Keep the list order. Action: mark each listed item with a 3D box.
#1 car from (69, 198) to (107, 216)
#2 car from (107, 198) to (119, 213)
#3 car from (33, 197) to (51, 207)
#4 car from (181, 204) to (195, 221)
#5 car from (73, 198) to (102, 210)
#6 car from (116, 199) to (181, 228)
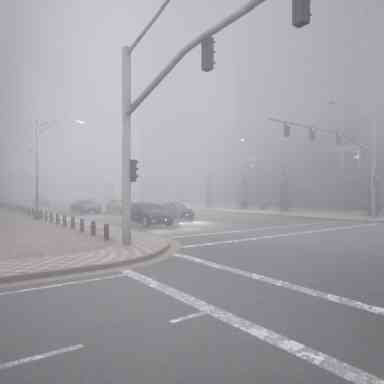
[{"bbox_3d":[-10.616,1.492,32.853,2.033,1.411,5.357,0,0,-35],"label":"car"},{"bbox_3d":[-7.208,1.422,34.090,1.882,1.535,5.008,0,0,-35],"label":"car"},{"bbox_3d":[-22.821,1.460,50.481,1.882,1.535,5.008,0,0,-35],"label":"car"},{"bbox_3d":[-1.547,1.509,26.091,1.994,1.385,4.181,0,0,-36],"label":"car"},{"bbox_3d":[-13.697,1.492,43.395,2.033,1.411,5.357,0,0,-35],"label":"car"},{"bbox_3d":[-3.018,1.449,22.142,1.837,1.490,4.892,0,0,-36],"label":"car"}]
